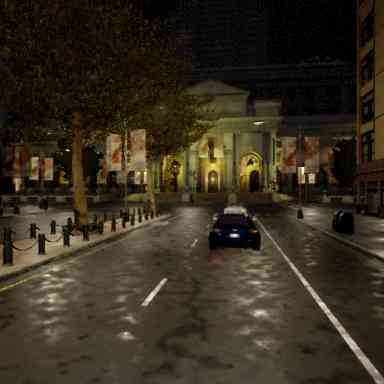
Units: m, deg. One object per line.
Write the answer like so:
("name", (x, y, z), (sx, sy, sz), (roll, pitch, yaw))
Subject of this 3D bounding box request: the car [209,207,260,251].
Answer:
("car", (1.816, 1.569, 14.169), (1.994, 1.385, 4.181), (0, 0, 8))

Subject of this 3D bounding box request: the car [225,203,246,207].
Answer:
("car", (3.780, 1.614, 29.071), (1.895, 1.301, 4.718), (0, 0, 8))
